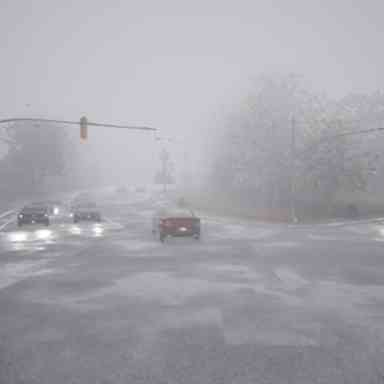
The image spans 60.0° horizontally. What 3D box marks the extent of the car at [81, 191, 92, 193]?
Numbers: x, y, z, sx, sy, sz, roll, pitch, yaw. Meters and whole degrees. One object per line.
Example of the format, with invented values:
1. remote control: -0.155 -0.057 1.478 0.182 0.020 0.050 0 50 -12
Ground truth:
1. car: -14.317 0.716 44.867 1.837 1.490 4.892 0 3 -12

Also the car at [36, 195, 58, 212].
1. car: -13.979 1.336 31.164 1.994 1.385 4.181 0 2 -19

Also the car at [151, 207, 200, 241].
1. car: -0.938 1.501 17.117 1.882 1.535 5.008 1 0 -13

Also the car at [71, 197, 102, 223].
1. car: -8.136 1.452 25.634 1.837 1.490 4.892 0 1 -21

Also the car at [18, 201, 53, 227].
1. car: -10.829 1.560 22.964 1.895 1.301 4.718 0 1 -23

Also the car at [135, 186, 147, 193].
1. car: -10.366 -0.570 67.485 2.033 1.411 5.357 0 4 -1

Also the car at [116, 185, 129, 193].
1. car: -13.811 -0.566 66.260 2.128 1.511 4.902 0 4 -1

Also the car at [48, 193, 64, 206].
1. car: -16.888 0.873 40.719 2.128 1.511 4.902 0 3 -15

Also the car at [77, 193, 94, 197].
1. car: -11.603 1.238 34.847 2.033 1.411 5.357 0 2 -18
